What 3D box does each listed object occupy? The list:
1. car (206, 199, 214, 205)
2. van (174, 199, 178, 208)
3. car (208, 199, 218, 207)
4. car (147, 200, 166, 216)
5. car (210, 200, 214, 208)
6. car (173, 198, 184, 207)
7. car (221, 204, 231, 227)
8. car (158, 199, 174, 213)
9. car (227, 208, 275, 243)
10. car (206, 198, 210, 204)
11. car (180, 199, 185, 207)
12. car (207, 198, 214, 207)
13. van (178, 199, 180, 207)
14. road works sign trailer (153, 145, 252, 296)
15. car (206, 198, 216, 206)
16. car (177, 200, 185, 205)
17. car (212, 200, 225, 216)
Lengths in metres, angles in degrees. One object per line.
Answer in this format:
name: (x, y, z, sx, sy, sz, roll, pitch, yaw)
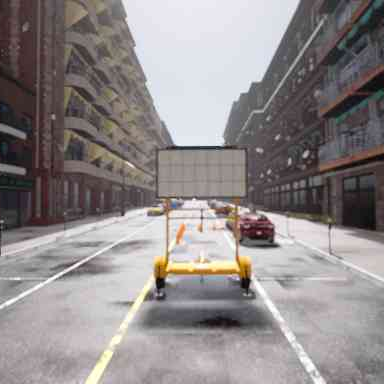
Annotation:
car: (5.069, 2.755, 94.557, 1.967, 1.590, 4.097, 1, -1, 2)
van: (-3.780, 2.106, 56.122, 1.690, 1.788, 3.998, 1, -1, 2)
car: (4.534, 2.404, 72.441, 1.967, 1.590, 4.097, 1, -1, 2)
car: (-4.221, 2.057, 39.367, 1.752, 1.417, 4.829, 1, -1, 2)
car: (3.803, 2.110, 44.798, 2.008, 1.369, 4.403, 1, -1, 2)
car: (-3.202, 2.414, 78.235, 2.192, 1.841, 5.009, 1, -1, 2)
car: (3.231, 1.790, 22.856, 1.752, 1.417, 4.829, 1, -1, 2)
car: (-4.068, 1.924, 45.069, 2.192, 1.841, 5.009, 1, -1, 2)
car: (3.081, 1.738, 17.156, 1.887, 1.381, 4.507, 1, -1, 2)
car: (4.381, 2.424, 66.910, 1.887, 1.381, 4.507, 1, -1, 2)
car: (-3.347, 2.329, 72.708, 2.192, 1.841, 5.009, 1, -1, 2)
car: (4.236, 2.341, 61.383, 1.887, 1.381, 4.507, 1, -1, 2)
van: (-3.636, 2.188, 61.652, 1.690, 1.788, 3.998, 1, -1, 2)
road works sign trailer: (0.264, 0.571, 8.911, 2.380, 3.560, 2.880, 0, -1, 1)
car: (4.783, 2.451, 83.500, 2.192, 1.841, 5.009, 1, -1, 2)
car: (-2.919, 2.840, 89.289, 1.947, 1.339, 4.313, 1, -1, 2)
car: (3.659, 2.029, 39.269, 1.887, 1.381, 4.507, 1, -1, 2)
